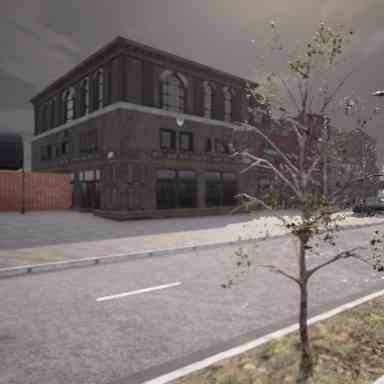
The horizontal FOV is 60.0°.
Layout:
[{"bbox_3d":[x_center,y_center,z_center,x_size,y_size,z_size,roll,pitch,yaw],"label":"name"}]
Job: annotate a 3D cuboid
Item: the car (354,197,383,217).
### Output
[{"bbox_3d":[18.876,1.490,32.582,2.435,2.045,5.566,2,-1,-43],"label":"car"}]
